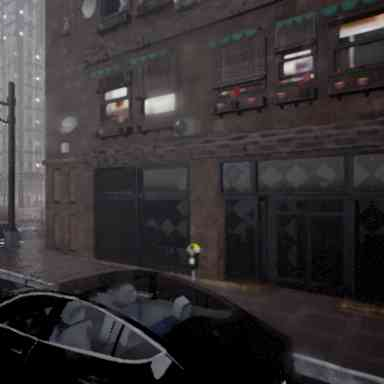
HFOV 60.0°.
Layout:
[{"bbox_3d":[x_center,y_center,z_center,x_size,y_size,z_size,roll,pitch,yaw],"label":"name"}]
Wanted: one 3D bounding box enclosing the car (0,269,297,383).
[{"bbox_3d":[-1.063,1.552,3.642,4.313,1.339,1.947,0,0,36],"label":"car"}]
